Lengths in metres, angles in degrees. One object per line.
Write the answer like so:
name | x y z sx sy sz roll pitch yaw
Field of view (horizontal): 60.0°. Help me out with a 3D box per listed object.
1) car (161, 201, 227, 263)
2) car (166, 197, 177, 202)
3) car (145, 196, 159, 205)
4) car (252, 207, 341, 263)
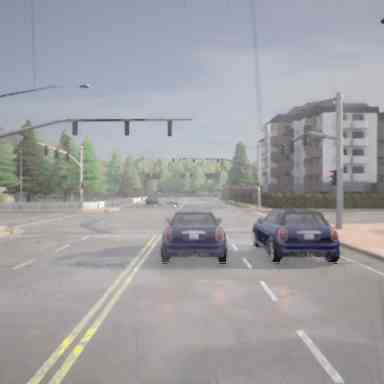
car | 0.073 1.369 12.231 2.097 1.767 4.553 0 0 0
car | -3.554 1.604 58.840 1.812 1.442 4.674 0 0 1
car | -7.055 1.430 58.815 2.097 1.767 4.553 0 0 0
car | 3.573 1.369 12.234 2.097 1.767 4.553 0 0 0
